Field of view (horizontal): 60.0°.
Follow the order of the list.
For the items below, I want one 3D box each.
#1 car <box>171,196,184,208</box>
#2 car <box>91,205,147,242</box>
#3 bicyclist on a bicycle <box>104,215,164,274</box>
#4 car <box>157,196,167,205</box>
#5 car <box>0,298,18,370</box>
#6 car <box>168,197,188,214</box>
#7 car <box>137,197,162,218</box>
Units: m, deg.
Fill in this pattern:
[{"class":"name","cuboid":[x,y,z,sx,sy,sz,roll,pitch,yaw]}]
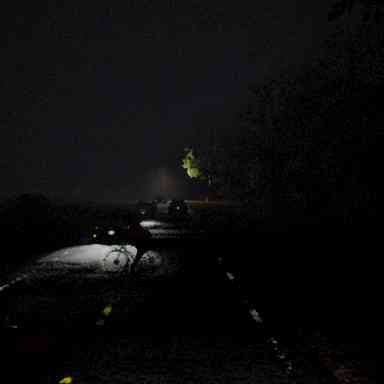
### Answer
[{"class":"car","cuboid":[-2.141,1.467,49.946,1.882,1.535,5.008,0,0,-3]},{"class":"car","cuboid":[-3.536,1.566,16.235,1.994,1.385,4.181,0,0,-3]},{"class":"bicyclist on a bicycle","cuboid":[-1.627,1.457,9.224,1.656,1.620,0.582,-2,0,-3]},{"class":"car","cuboid":[-5.435,1.461,57.745,1.882,1.535,5.008,0,0,-2]},{"class":"car","cuboid":[-2.863,1.548,1.559,2.033,1.411,5.357,0,0,-3]},{"class":"car","cuboid":[-1.470,1.560,35.336,1.994,1.385,4.181,0,0,-2]},{"class":"car","cuboid":[-4.145,1.490,30.045,2.128,1.511,4.902,0,0,-2]}]
